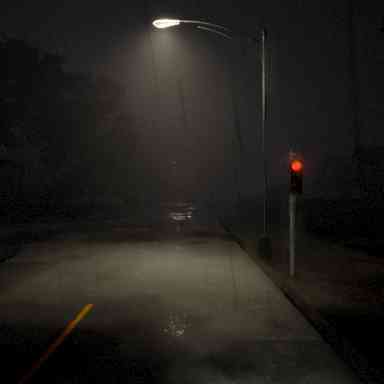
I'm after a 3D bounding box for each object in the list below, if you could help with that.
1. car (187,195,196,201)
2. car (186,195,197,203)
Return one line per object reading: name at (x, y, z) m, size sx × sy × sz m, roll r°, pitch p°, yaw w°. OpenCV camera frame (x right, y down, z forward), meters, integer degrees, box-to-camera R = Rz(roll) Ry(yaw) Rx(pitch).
car at (-0.084, 1.427, 77.535) m, size 1.895 × 1.301 × 4.718 m, roll 0°, pitch 0°, yaw 0°
car at (-0.073, 1.525, 67.501) m, size 1.812 × 1.442 × 4.674 m, roll 0°, pitch 0°, yaw 0°
